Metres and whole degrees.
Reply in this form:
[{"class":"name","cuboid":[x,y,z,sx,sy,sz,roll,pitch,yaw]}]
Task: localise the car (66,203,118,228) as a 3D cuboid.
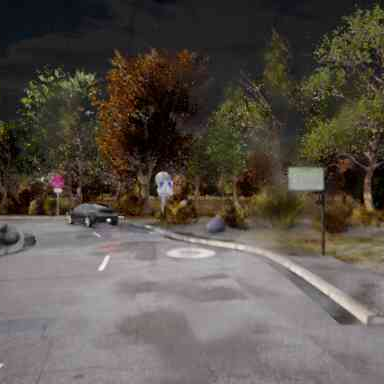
[{"class":"car","cuboid":[-6.725,1.494,22.132,1.837,1.490,4.892,2,-2,-42]}]
